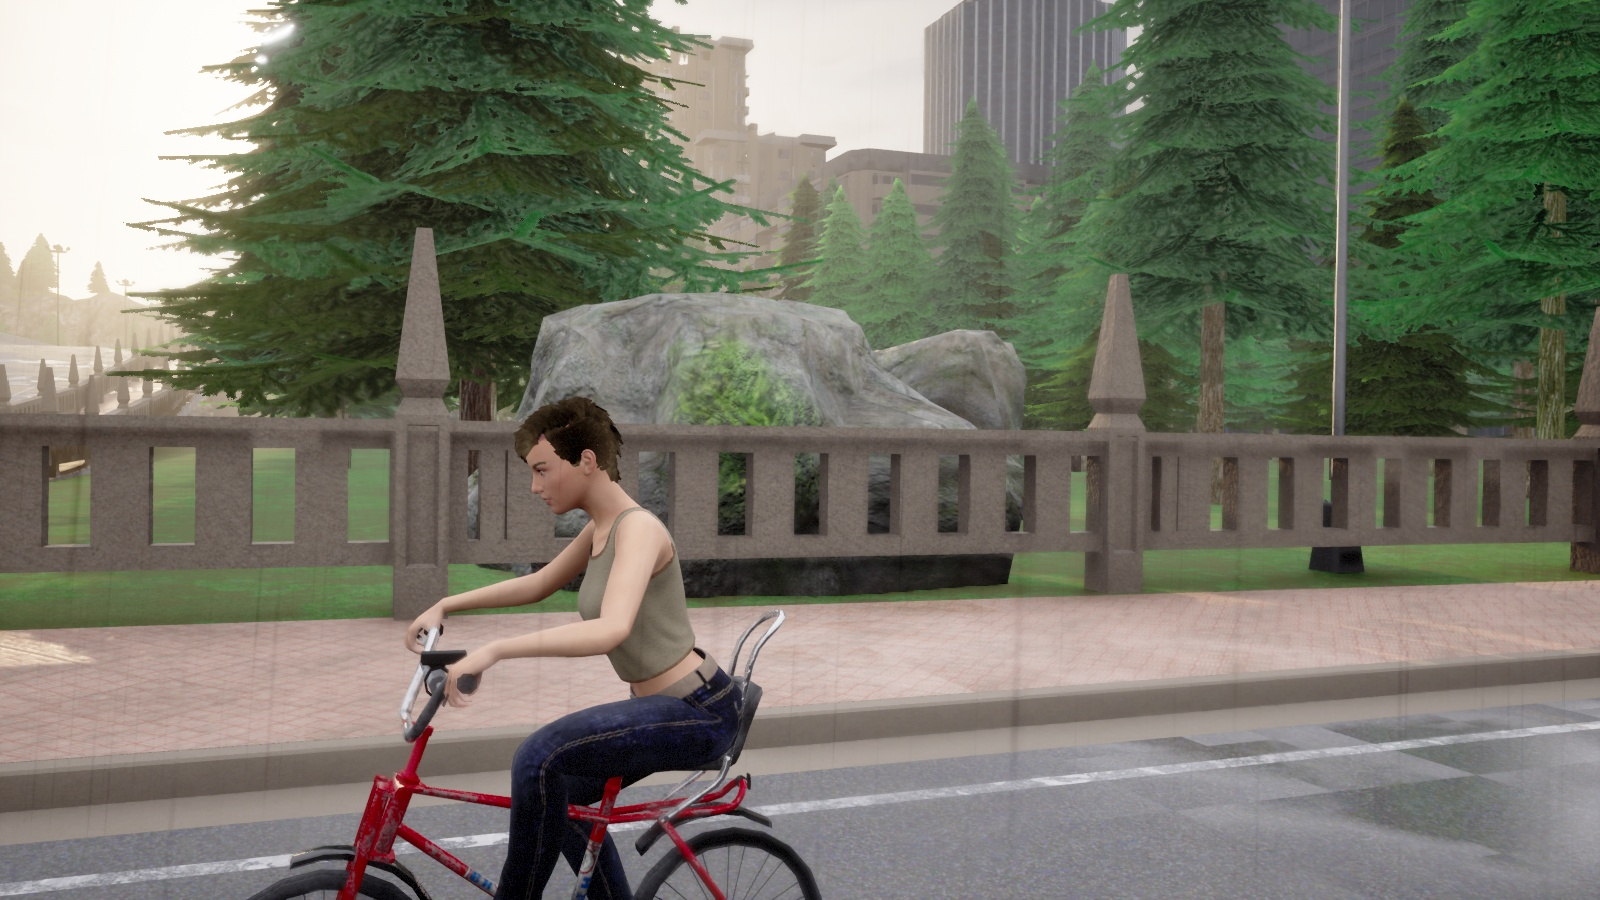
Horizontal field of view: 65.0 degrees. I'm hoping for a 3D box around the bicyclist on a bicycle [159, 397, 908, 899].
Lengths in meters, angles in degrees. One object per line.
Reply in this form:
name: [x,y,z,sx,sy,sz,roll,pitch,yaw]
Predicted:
bicyclist on a bicycle: [-0.616,0.692,2.999,1.509,1.612,0.866,-1,1,-20]
